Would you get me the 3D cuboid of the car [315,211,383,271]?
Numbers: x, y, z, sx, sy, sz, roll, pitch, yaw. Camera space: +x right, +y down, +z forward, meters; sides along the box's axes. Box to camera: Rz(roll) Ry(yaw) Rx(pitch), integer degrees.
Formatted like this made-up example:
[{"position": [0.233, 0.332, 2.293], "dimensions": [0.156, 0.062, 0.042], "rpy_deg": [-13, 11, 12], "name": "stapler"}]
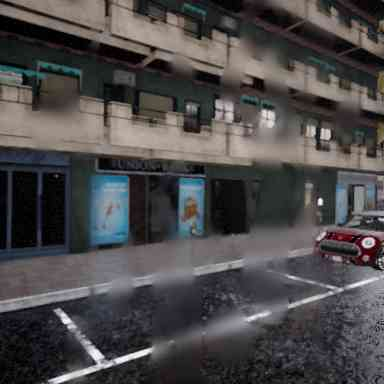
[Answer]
[{"position": [5.770, 1.368, 10.647], "dimensions": [4.097, 1.590, 1.967], "rpy_deg": [0, 1, -35], "name": "car"}]
